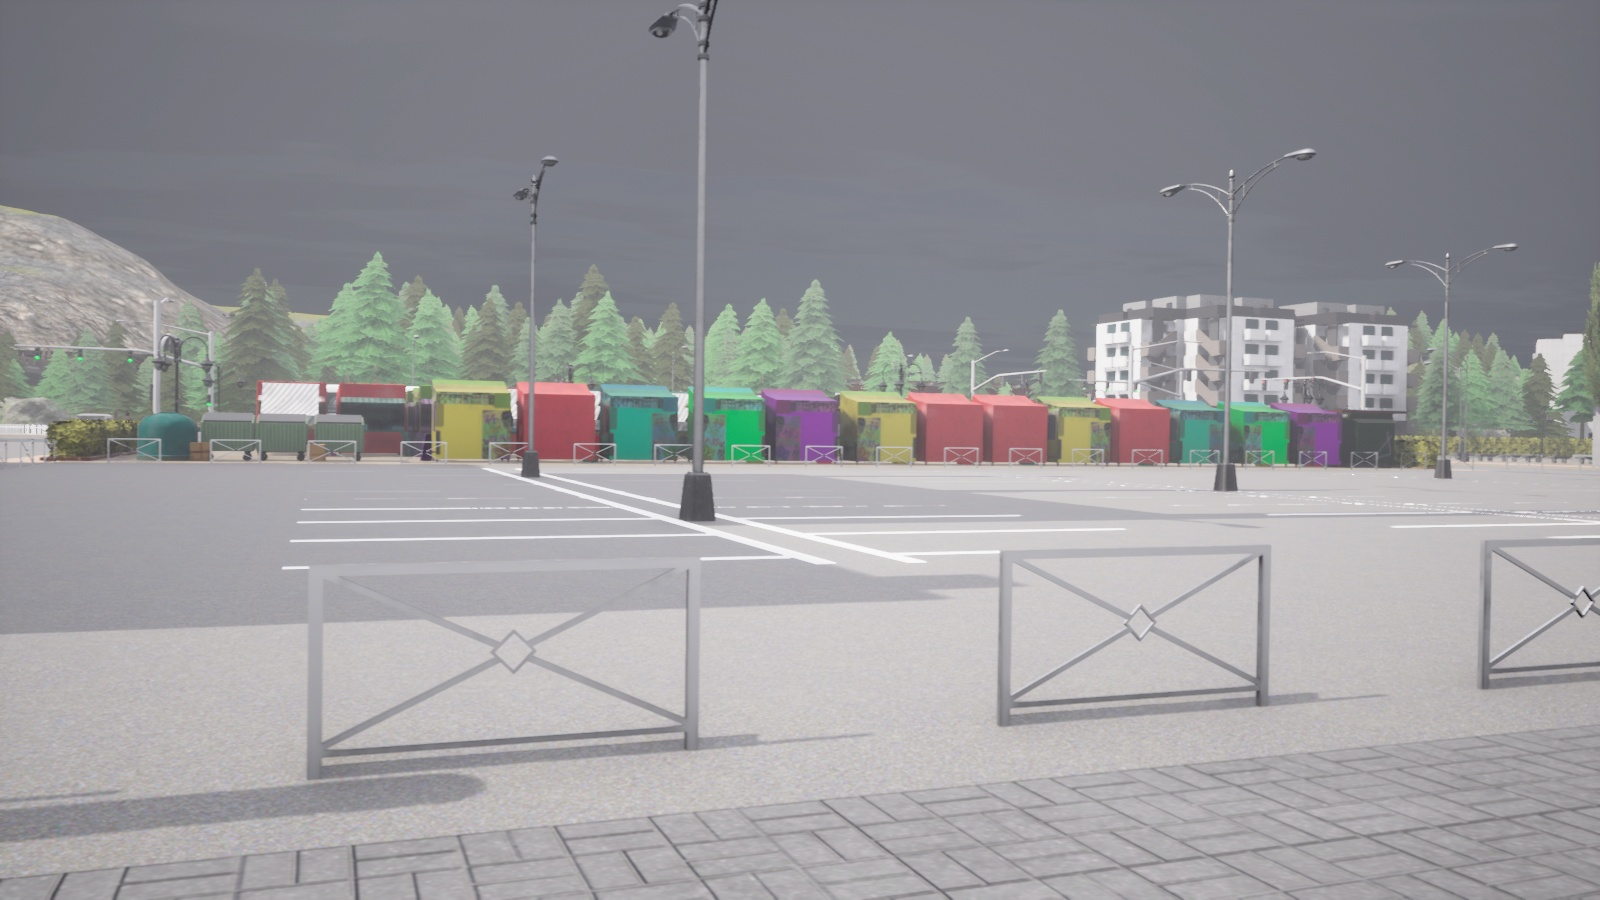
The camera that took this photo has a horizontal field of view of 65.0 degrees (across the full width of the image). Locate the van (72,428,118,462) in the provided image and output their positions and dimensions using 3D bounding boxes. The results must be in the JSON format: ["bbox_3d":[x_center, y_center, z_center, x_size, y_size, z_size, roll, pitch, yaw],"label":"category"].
[{"bbox_3d":[-43.062,-0.305,76.784,1.775,1.987,4.442,-1,1,-21],"label":"van"}]

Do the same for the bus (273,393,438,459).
[{"bbox_3d":[-29.991,-1.622,84.952,10.273,4.253,3.944,-1,1,-21],"label":"bus"}]
